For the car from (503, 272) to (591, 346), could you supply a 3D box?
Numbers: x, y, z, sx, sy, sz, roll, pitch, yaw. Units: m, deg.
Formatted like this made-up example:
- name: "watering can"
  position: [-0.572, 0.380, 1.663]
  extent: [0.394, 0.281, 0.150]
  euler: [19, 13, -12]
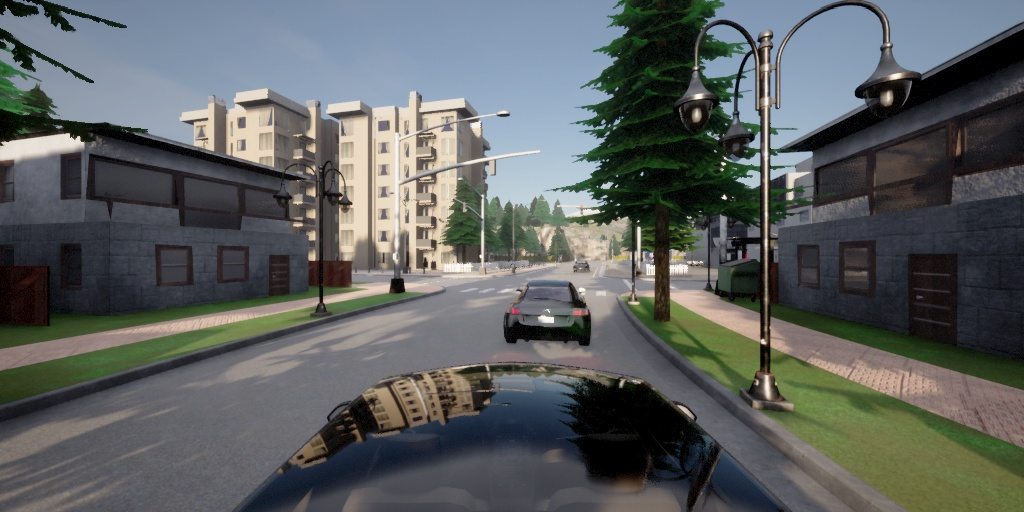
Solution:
- name: "car"
  position: [1.012, 1.314, 9.535]
  extent: [1.994, 1.385, 4.181]
  euler: [0, 0, 9]

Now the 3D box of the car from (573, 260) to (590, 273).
- name: "car"
  position: [8.666, 1.276, 44.519]
  extent: [2.128, 1.511, 4.902]
  euler: [0, 0, 14]
